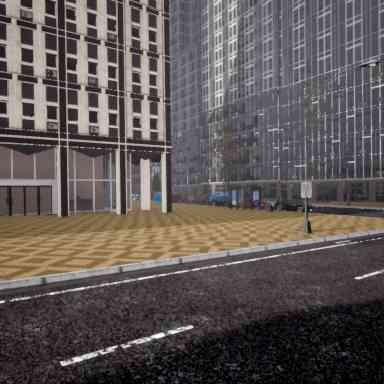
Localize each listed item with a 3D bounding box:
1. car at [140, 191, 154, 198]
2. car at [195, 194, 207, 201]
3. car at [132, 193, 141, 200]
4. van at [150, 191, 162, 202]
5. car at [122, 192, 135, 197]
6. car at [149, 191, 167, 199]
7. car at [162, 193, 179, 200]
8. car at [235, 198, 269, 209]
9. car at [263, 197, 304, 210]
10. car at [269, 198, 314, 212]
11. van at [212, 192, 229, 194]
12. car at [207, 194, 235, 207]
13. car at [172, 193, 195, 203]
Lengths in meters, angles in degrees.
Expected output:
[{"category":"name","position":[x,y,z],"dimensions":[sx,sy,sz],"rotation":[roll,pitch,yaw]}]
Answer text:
[{"category":"car","position":[-11.146,0.686,82.184],"dimensions":[1.967,1.590,4.097],"rotation":[0,1,-34]},{"category":"car","position":[1.697,1.043,63.426],"dimensions":[1.802,1.307,4.206],"rotation":[0,1,-34]},{"category":"car","position":[-11.640,1.039,68.073],"dimensions":[2.008,1.369,4.403],"rotation":[0,1,-34]},{"category":"van","position":[-5.218,0.937,58.691],"dimensions":[1.690,1.788,3.998],"rotation":[0,1,-34]},{"category":"car","position":[-17.567,0.688,91.564],"dimensions":[2.008,1.369,4.403],"rotation":[0,1,-34]},{"category":"car","position":[-7.935,0.615,77.493],"dimensions":[2.192,1.841,5.009],"rotation":[0,1,-34]},{"category":"car","position":[-4.724,0.936,72.806],"dimensions":[1.802,1.307,4.206],"rotation":[0,1,-34]},{"category":"car","position":[7.531,1.388,39.873],"dimensions":[1.802,1.307,4.206],"rotation":[0,1,-34]},{"category":"car","position":[10.858,1.381,39.784],"dimensions":[1.895,1.301,4.718],"rotation":[-1,1,-34]},{"category":"car","position":[10.728,1.424,35.171],"dimensions":[1.947,1.339,4.313],"rotation":[0,1,-34]},{"category":"van","position":[4.907,0.855,58.733],"dimensions":[1.690,1.788,3.998],"rotation":[0,1,-34]},{"category":"car","position":[4.369,1.319,44.595],"dimensions":[1.947,1.339,4.313],"rotation":[0,1,-34]},{"category":"car","position":[-2.050,1.047,58.734],"dimensions":[1.882,1.535,5.008],"rotation":[-1,1,-34]}]
